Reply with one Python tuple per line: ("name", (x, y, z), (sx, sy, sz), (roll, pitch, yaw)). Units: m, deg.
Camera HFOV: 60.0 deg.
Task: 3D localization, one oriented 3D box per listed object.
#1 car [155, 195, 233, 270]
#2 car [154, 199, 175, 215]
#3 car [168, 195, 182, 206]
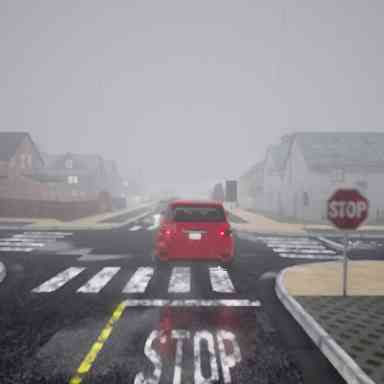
("car", (0.094, 1.262, 11.245), (2.150, 2.045, 5.566), (1, -1, 0))
("car", (-2.853, 1.549, 35.610), (1.812, 1.442, 4.674), (0, 0, 0))
("car", (-2.818, 1.378, 55.140), (2.097, 1.767, 4.553), (0, 0, 0))
